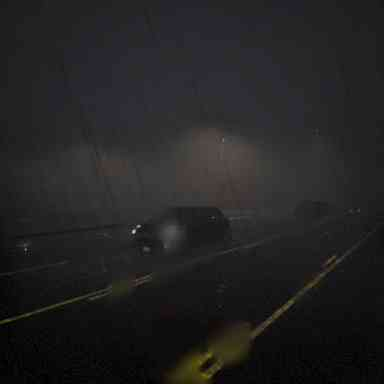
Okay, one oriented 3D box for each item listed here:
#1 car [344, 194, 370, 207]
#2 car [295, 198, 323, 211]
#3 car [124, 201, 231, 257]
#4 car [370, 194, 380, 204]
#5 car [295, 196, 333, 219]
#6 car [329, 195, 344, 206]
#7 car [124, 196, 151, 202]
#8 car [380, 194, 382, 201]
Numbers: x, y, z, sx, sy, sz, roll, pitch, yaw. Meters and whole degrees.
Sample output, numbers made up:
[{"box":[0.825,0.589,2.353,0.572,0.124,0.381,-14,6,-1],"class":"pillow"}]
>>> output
[{"box":[24.390,1.383,49.051,2.128,1.511,4.902,0,0,35],"class":"car"},{"box":[14.403,1.483,40.930,1.994,1.385,4.181,0,0,39],"class":"car"},{"box":[-0.287,1.334,13.067,2.097,1.767,4.553,0,0,34],"class":"car"},{"box":[32.808,1.418,61.283,1.895,1.301,4.718,0,1,34],"class":"car"},{"box":[10.359,1.420,28.627,1.882,1.535,5.008,0,0,34],"class":"car"},{"box":[21.929,1.243,51.675,2.097,1.767,4.553,0,0,35],"class":"car"},{"box":[-8.532,1.430,51.734,4.902,1.511,2.128,0,0,34],"class":"car"},{"box":[39.489,1.147,71.053,1.837,1.490,4.892,0,1,34],"class":"car"}]
